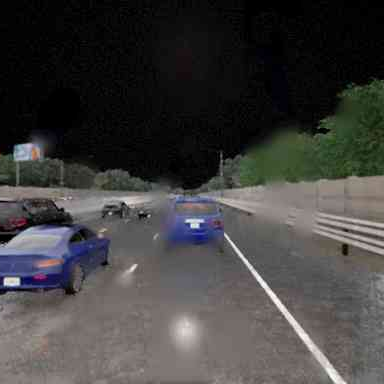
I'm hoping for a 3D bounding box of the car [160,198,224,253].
[{"bbox_3d":[0.098,1.240,13.989,2.150,2.045,5.566,0,0,0],"label":"car"}]

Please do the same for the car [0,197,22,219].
[{"bbox_3d":[-17.596,1.407,30.169,2.097,1.767,4.553,0,0,0],"label":"car"}]

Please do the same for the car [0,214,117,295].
[{"bbox_3d":[-3.410,1.536,8.620,1.812,1.442,4.674,0,0,0],"label":"car"}]

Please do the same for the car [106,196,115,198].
[{"bbox_3d":[-17.501,1.676,71.055,2.128,1.511,4.902,0,0,0],"label":"car"}]

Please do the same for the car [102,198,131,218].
[{"bbox_3d":[-6.903,1.562,30.593,1.837,1.490,4.892,0,0,0],"label":"car"}]

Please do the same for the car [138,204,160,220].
[{"bbox_3d":[-3.403,1.653,28.792,1.895,1.301,4.718,0,0,0],"label":"car"}]

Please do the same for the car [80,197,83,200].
[{"bbox_3d":[-24.501,1.703,71.055,1.994,1.385,4.181,0,0,0],"label":"car"}]

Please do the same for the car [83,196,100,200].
[{"bbox_3d":[-21.001,1.676,71.055,2.128,1.511,4.902,0,0,0],"label":"car"}]

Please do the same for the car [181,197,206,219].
[{"bbox_3d":[0.097,1.408,30.202,2.097,1.767,4.553,0,0,0],"label":"car"}]

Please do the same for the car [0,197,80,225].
[{"bbox_3d":[-6.902,1.240,14.096,2.150,2.045,5.566,0,0,0],"label":"car"}]
